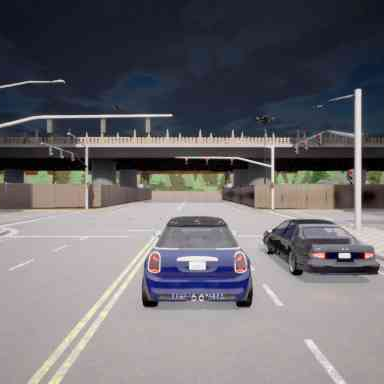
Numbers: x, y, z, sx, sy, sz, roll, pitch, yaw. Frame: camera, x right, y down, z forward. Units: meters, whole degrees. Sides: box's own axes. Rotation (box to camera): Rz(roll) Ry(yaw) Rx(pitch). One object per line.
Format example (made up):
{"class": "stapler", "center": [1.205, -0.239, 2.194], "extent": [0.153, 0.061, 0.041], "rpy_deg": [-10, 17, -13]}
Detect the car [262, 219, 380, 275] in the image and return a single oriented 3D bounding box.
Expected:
{"class": "car", "center": [3.600, 1.547, 10.356], "extent": [2.033, 1.411, 5.357], "rpy_deg": [0, 0, 0]}

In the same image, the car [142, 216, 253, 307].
{"class": "car", "center": [0.100, 1.352, 8.135], "extent": [2.097, 1.767, 4.553], "rpy_deg": [0, 0, 0]}
